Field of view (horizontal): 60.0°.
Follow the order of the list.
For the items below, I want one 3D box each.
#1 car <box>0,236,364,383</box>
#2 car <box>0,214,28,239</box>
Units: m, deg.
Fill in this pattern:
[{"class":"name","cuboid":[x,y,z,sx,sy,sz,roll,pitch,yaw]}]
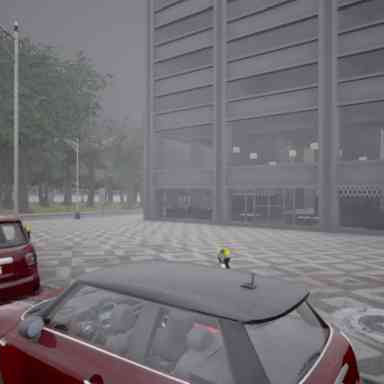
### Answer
[{"class":"car","cuboid":[-0.584,1.439,3.376,4.097,1.590,1.967,0,0,35]},{"class":"car","cuboid":[-5.015,1.312,6.528,5.009,1.841,2.192,0,0,35]}]
